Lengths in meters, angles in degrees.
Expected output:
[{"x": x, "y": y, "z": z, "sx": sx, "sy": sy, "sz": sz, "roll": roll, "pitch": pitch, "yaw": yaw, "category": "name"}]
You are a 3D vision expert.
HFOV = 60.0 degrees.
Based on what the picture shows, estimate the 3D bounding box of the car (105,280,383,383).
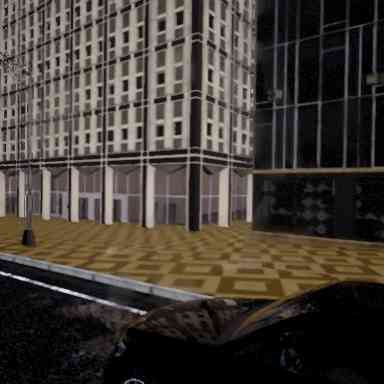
[{"x": 1.320, "y": 1.527, "z": 2.742, "sx": 4.674, "sy": 1.442, "sz": 1.812, "roll": 0, "pitch": 0, "yaw": 36, "category": "car"}]
